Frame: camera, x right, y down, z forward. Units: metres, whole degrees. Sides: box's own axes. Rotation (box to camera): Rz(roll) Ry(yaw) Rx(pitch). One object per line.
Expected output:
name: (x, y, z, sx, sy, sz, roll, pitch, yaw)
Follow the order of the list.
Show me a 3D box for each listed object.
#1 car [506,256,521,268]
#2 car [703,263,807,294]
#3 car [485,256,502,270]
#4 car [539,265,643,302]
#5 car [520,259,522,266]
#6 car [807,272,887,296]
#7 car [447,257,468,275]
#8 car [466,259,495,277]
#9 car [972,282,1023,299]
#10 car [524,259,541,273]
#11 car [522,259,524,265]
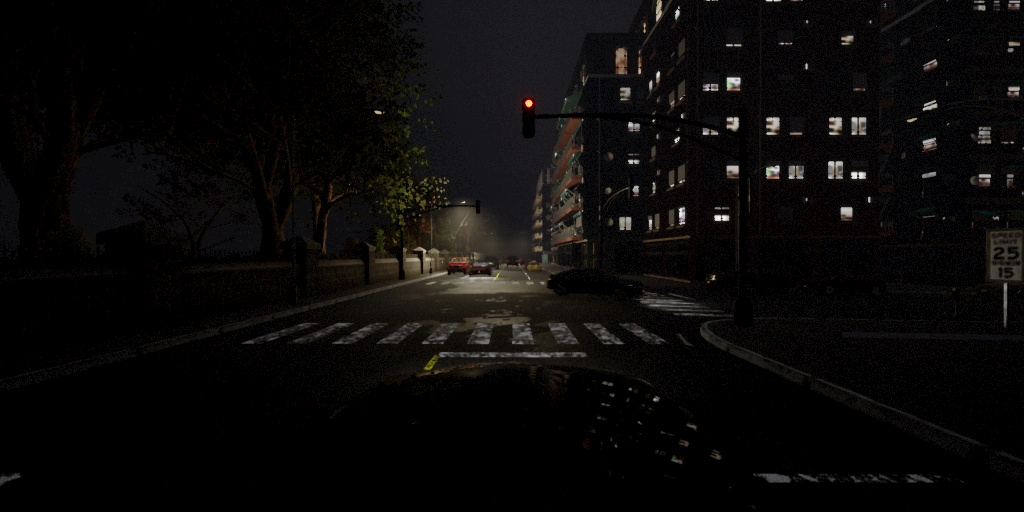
car: (0.068, 0.993, 63.637, 2.150, 2.045, 5.566, 0, 0, 0)
car: (14.621, 1.338, 22.106, 5.009, 1.841, 2.192, 0, 0, 0)
car: (-3.038, 0.979, 52.451, 2.150, 2.045, 5.566, 0, 1, 0)
car: (3.959, 1.299, 17.558, 4.674, 1.442, 1.812, 1, 1, 28)
car: (2.749, 1.316, 55.310, 2.007, 1.370, 4.403, 0, 0, 0)
car: (20.316, 1.671, 22.118, 4.507, 1.381, 1.888, 0, 0, 0)
car: (-5.649, 1.069, 38.713, 2.192, 1.841, 5.009, 0, 0, 0)
car: (-3.063, 1.317, 35.506, 1.994, 1.385, 4.181, 0, 0, 0)
car: (31.538, 1.857, 22.141, 4.829, 1.417, 1.751, 0, 0, 0)
car: (2.737, 1.283, 44.409, 1.751, 1.417, 4.829, 0, 0, 0)
car: (2.743, 1.306, 49.774, 1.888, 1.381, 4.507, 0, 0, 0)
